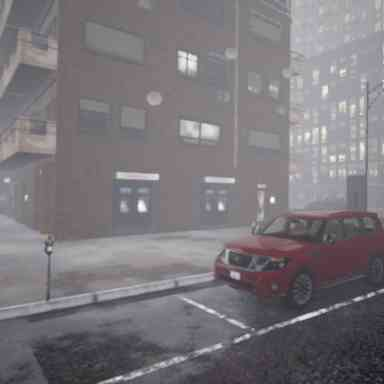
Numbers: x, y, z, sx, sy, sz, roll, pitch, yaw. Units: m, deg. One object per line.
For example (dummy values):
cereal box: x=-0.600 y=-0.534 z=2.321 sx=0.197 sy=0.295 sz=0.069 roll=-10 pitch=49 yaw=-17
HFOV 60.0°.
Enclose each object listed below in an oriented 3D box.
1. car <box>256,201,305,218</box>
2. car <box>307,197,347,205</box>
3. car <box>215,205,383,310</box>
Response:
car: x=8.133 y=1.577 z=30.963 sx=1.802 sy=1.307 sz=4.206 roll=2 pitch=0 yaw=-36
car: x=14.742 y=1.438 z=35.724 sx=2.192 sy=1.841 sz=5.009 roll=2 pitch=0 yaw=-36
car: x=2.925 y=1.387 z=8.178 sx=5.009 sy=1.841 sz=2.192 roll=1 pitch=0 yaw=-35
